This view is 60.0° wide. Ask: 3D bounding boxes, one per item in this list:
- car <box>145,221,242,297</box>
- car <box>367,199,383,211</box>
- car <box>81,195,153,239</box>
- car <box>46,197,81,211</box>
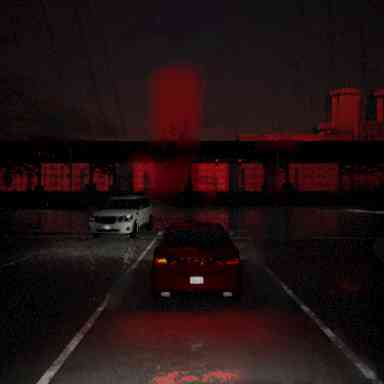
[{"bbox_3d":[0.095,1.481,8.616,1.882,1.535,5.008,0,0,0],"label":"car"},{"bbox_3d":[22.728,1.415,38.406,4.674,1.442,1.812,-1,0,1],"label":"car"},{"bbox_3d":[-3.565,1.220,17.745,2.150,2.045,5.566,-1,0,6],"label":"car"},{"bbox_3d":[-14.788,1.364,39.417,4.553,1.767,2.097,0,0,2],"label":"car"}]
